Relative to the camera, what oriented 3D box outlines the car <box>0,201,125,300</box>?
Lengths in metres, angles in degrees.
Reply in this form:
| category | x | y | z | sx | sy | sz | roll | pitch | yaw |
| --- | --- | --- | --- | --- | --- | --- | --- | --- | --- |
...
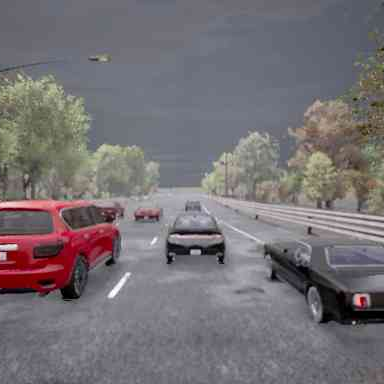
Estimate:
| category | x | y | z | sx | sy | sz | roll | pitch | yaw |
| --- | --- | --- | --- | --- | --- | --- | --- | --- | --- |
| car | -3.395 | 1.224 | 8.515 | 2.150 | 2.045 | 5.566 | 0 | 0 | 0 |

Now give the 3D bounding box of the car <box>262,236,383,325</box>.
| category | x | y | z | sx | sy | sz | roll | pitch | yaw |
| --- | --- | --- | --- | --- | --- | --- | --- | --- | --- |
| car | 2.941 | 1.604 | 7.112 | 1.895 | 1.301 | 4.718 | 0 | 0 | -3 |

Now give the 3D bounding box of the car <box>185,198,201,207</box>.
| category | x | y | z | sx | sy | sz | roll | pitch | yaw |
| --- | --- | --- | --- | --- | --- | --- | --- | --- | --- |
| car | 0.120 | 1.524 | 40.901 | 2.128 | 1.511 | 4.902 | 0 | 0 | 0 |

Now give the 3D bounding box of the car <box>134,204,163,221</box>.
| category | x | y | z | sx | sy | sz | roll | pitch | yaw |
| --- | --- | --- | --- | --- | --- | --- | --- | --- | --- |
| car | -3.386 | 1.618 | 26.964 | 1.895 | 1.301 | 4.718 | 0 | 0 | 0 |

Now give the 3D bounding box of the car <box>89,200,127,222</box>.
| category | x | y | z | sx | sy | sz | roll | pitch | yaw |
| --- | --- | --- | --- | --- | --- | --- | --- | --- | --- |
| car | -6.887 | 1.495 | 27.751 | 1.882 | 1.535 | 5.008 | 0 | 0 | 0 |

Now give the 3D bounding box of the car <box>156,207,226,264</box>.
| category | x | y | z | sx | sy | sz | roll | pitch | yaw |
| --- | --- | --- | --- | --- | --- | --- | --- | --- | --- |
| car | 0.107 | 1.497 | 11.869 | 2.128 | 1.511 | 4.902 | 0 | 0 | 0 |
